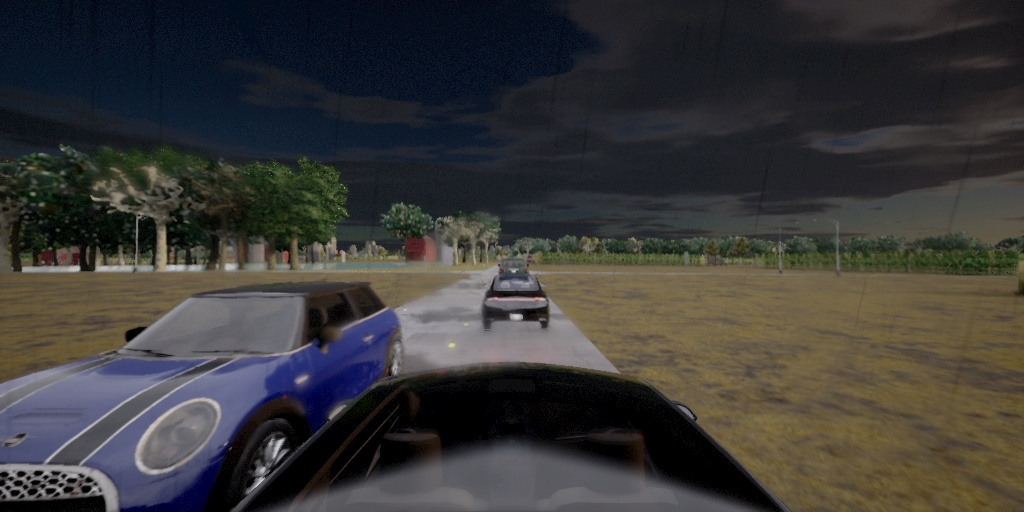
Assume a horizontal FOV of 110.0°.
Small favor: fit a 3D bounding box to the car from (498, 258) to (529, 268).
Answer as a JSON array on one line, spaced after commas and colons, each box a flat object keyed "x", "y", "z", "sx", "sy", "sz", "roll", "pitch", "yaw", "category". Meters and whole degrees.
[{"x": 0.114, "y": 1.163, "z": 26.515, "sx": 2.150, "sy": 2.045, "sz": 5.566, "roll": 0, "pitch": 0, "yaw": 0, "category": "car"}]

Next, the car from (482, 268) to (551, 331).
[{"x": 0.106, "y": 1.318, "z": 11.357, "sx": 2.128, "sy": 1.511, "sz": 4.902, "roll": 0, "pitch": 0, "yaw": 0, "category": "car"}]

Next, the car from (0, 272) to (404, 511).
[{"x": -2.849, "y": 1.121, "z": 4.107, "sx": 2.097, "sy": 1.767, "sz": 4.553, "roll": 0, "pitch": 0, "yaw": 0, "category": "car"}]
